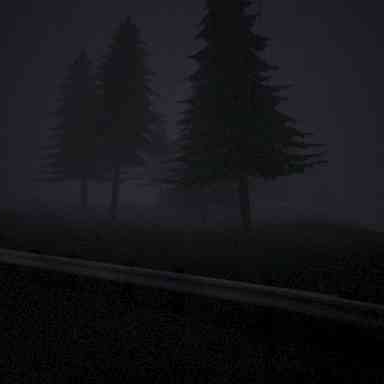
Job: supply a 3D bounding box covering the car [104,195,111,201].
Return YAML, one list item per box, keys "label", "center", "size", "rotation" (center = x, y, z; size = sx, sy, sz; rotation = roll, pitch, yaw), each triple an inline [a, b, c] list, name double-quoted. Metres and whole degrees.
- label: "car"
  center: [-22.203, 1.500, 88.095]
  size: [1.837, 1.490, 4.892]
  rotation: [0, 0, -10]

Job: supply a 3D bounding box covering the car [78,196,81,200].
- label: "car"
  center: [-29.476, 1.595, 89.496]
  size: [1.895, 1.301, 4.718]
  rotation: [0, 0, -10]

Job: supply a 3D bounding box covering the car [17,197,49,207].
- label: "car"
  center: [-24.638, 1.525, 51.706]
  size: [1.812, 1.442, 4.674]
  rotation: [0, 0, 15]

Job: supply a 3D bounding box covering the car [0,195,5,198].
- label: "car"
  center: [-32.005, 1.505, 51.333]
  size: [1.837, 1.490, 4.892]
  rotation: [0, 0, 15]

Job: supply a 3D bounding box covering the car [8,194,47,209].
- label: "car"
  center: [-22.508, 1.477, 46.273]
  size: [1.882, 1.535, 5.008]
  rotation: [0, 0, 16]

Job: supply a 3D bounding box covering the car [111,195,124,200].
- label: "car"
  center: [-18.144, 1.540, 83.142]
  size: [2.033, 1.411, 5.357]
  rotation: [0, 0, -6]

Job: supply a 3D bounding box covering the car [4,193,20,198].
- label: "car"
  center: [-38.980, 1.225, 71.219]
  size: [2.150, 2.045, 5.566]
  rotation: [0, 0, 5]
